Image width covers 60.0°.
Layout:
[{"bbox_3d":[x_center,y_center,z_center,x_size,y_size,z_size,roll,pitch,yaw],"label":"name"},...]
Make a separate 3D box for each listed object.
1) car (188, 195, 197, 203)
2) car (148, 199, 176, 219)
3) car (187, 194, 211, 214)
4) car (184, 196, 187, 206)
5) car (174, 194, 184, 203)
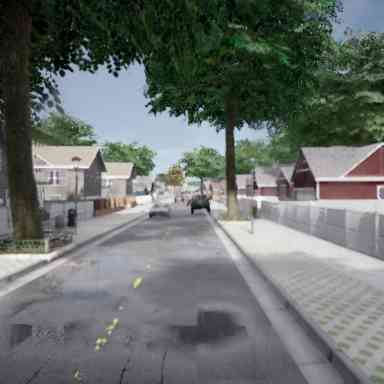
[{"bbox_3d":[0.005,1.539,72.354,1.882,1.535,5.008,0,0,0],"label":"car"},{"bbox_3d":[-2.846,1.651,30.798,2.033,1.411,5.357,0,0,0],"label":"car"},{"bbox_3d":[0.877,1.269,37.421,2.150,2.045,5.566,-5,0,0],"label":"car"},{"bbox_3d":[0.004,1.666,56.257,1.837,1.490,4.892,0,0,0],"label":"car"},{"bbox_3d":[-2.746,1.356,72.509,2.150,2.045,5.566,0,0,0],"label":"car"}]
